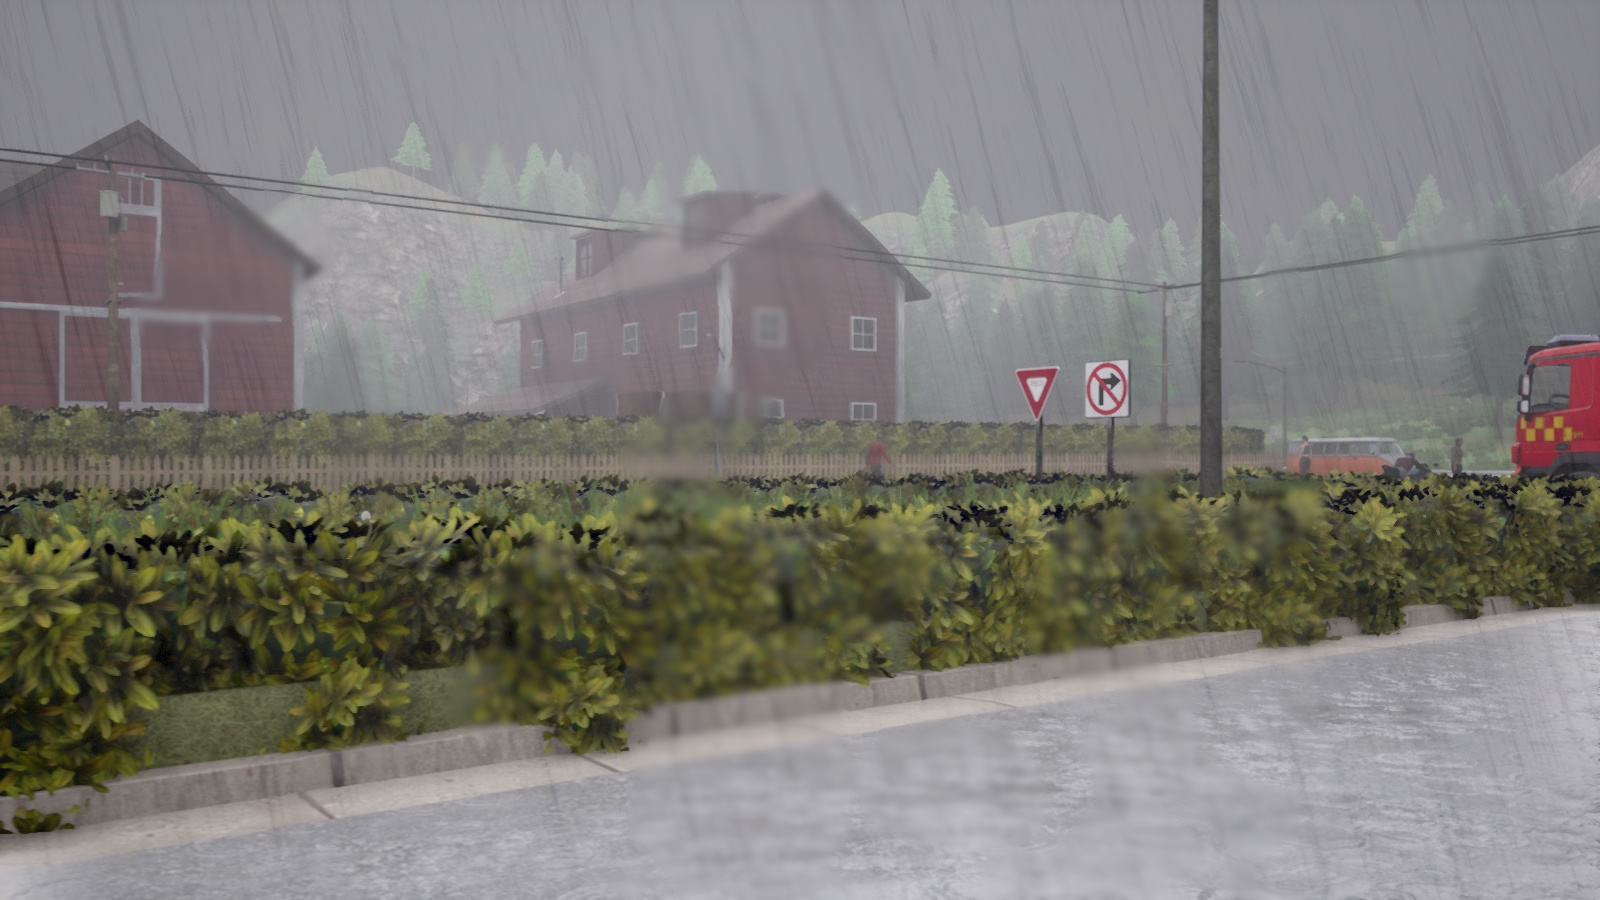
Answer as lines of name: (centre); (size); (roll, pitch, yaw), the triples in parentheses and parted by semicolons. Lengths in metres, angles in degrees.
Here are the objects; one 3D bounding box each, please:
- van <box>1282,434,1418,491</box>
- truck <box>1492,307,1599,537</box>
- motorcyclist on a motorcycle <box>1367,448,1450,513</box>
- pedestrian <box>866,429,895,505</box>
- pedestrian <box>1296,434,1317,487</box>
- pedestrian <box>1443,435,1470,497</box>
van: (20.142, 0.437, 46.165); (1.775, 1.987, 4.442); (0, 0, -27)
truck: (15.008, -0.476, 19.464); (2.891, 3.827, 8.468); (0, 0, -9)
motorcyclist on a motorcycle: (14.901, 0.732, 30.732); (2.191, 1.530, 0.866); (0, 0, -35)
pedestrian: (1.968, 0.412, 30.654); (0.636, 1.846, 0.331); (0, 0, -33)
pedestrian: (17.520, 0.354, 43.428); (0.345, 1.836, 0.594); (0, 0, -20)
pedestrian: (19.670, 0.465, 37.616); (0.331, 1.846, 0.634); (0, 0, -33)
